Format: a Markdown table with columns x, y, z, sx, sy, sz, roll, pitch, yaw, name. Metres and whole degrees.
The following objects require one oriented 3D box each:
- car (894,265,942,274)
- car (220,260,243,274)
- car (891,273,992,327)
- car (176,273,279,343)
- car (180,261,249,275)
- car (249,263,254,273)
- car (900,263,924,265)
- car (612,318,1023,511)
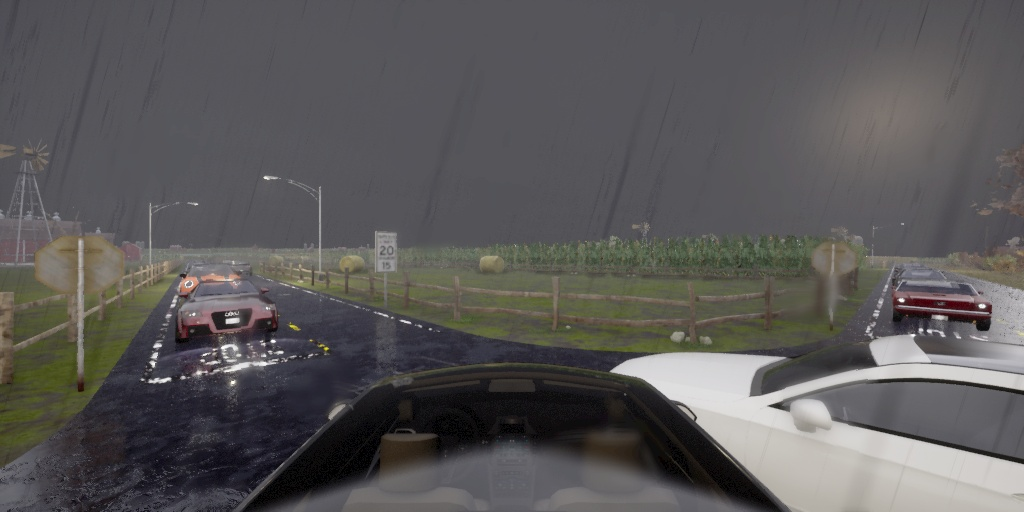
| x | y | z | sx | sy | sz | roll | pitch | yaw | name |
| --- | --- | --- | --- | --- | --- | --- | --- | --- | --- |
| 20.568 | 1.363 | 18.044 | 5.357 | 1.411 | 2.033 | 0 | 1 | -43 | car |
| -33.769 | 1.304 | 43.092 | 1.837 | 1.490 | 4.892 | 0 | 0 | -42 | car |
| 13.501 | 1.398 | 11.470 | 4.718 | 1.301 | 1.895 | 0 | 1 | -43 | car |
| -7.955 | 1.355 | 9.962 | 1.994 | 1.385 | 4.181 | 0 | 0 | -43 | car |
| -13.741 | 1.140 | 16.436 | 2.097 | 1.767 | 4.553 | 0 | 0 | -42 | car |
| -27.036 | 1.282 | 35.645 | 2.128 | 1.511 | 4.902 | 0 | 0 | -42 | car |
| 27.313 | 1.401 | 24.310 | 4.181 | 1.385 | 1.994 | 0 | 1 | -43 | car |
| 2.836 | 1.294 | 2.391 | 1.812 | 1.442 | 4.674 | 0 | 1 | -44 | car |
